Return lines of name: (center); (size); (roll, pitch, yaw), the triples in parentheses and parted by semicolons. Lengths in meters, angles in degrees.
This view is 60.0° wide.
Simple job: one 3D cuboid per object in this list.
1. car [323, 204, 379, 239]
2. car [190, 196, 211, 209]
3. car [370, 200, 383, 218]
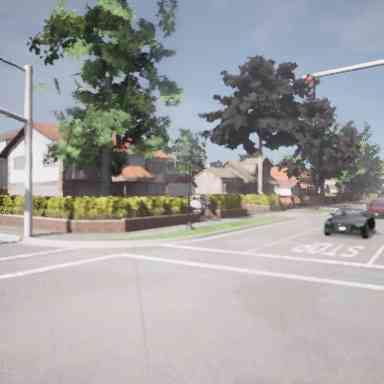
car: (8.346, 1.562, 17.545); (1.994, 1.385, 4.181); (0, 0, 35)
car: (0.785, 1.158, 35.903); (3.806, 1.475, 1.970); (0, 0, 36)
car: (16.181, 1.475, 28.581); (1.882, 1.535, 5.008); (0, 1, 35)
